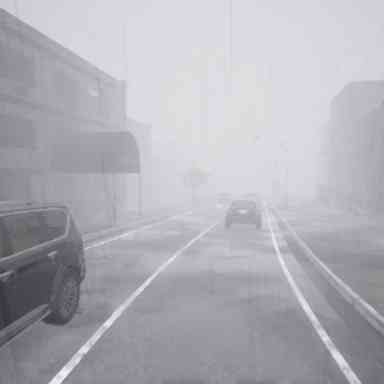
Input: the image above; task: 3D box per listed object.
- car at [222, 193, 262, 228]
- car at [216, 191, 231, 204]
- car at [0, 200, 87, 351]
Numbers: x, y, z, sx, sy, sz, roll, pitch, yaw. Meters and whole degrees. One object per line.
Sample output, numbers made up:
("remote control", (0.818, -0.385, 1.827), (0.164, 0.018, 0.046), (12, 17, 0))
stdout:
("car", (3.393, 1.217, 21.484), (2.097, 1.767, 4.553), (1, 1, 11))
("car", (4.643, 0.694, 45.988), (2.097, 1.767, 4.553), (1, 2, 12))
("car", (-3.240, 1.167, 4.136), (2.150, 2.045, 5.566), (1, 0, 5))
